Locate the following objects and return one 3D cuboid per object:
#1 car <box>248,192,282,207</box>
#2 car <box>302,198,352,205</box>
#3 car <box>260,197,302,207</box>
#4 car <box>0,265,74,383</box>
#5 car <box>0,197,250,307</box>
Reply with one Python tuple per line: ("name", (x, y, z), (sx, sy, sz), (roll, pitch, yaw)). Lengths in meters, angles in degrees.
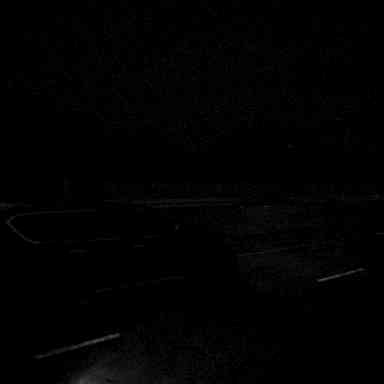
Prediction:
("car", (7.115, 1.035, 34.461), (5.566, 2.045, 2.150), (0, 0, -34))
("car", (12.473, 1.303, 29.631), (4.902, 1.511, 2.128), (0, 0, -34))
("car", (9.026, 1.418, 31.529), (4.718, 1.301, 1.895), (0, 0, -34))
("car", (-3.394, 1.561, 1.326), (5.357, 1.411, 2.033), (0, 0, -35))
("car", (-1.627, 1.202, 6.868), (5.566, 2.045, 2.150), (0, 0, -35))
